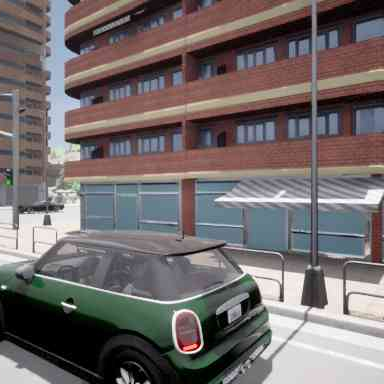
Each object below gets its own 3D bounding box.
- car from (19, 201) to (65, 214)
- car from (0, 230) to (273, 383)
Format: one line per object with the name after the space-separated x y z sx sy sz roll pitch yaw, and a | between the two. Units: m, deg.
-16.269 1.601 35.696 1.895 1.301 4.718 0 0 36 | car
-1.261 1.352 4.892 4.553 1.767 2.097 0 0 36 | car
